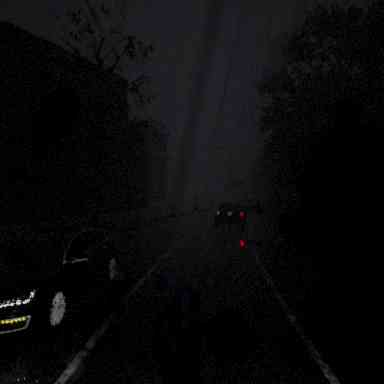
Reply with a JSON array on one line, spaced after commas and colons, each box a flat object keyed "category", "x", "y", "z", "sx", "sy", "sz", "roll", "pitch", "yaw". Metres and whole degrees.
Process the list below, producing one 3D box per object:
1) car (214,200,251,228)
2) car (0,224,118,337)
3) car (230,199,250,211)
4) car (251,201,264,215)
[{"category": "car", "x": 2.938, "y": 1.505, "z": 24.090, "sx": 2.097, "sy": 1.767, "sz": 4.553, "roll": 1, "pitch": 0, "yaw": 12}, {"category": "car", "x": -2.974, "y": 1.505, "z": 6.970, "sx": 1.837, "sy": 1.490, "sz": 4.892, "roll": 0, "pitch": 0, "yaw": 4}, {"category": "car", "x": 7.096, "y": 1.863, "z": 48.789, "sx": 1.994, "sy": 1.385, "sz": 4.181, "roll": 2, "pitch": 2, "yaw": 21}, {"category": "car", "x": 7.413, "y": 1.839, "z": 39.765, "sx": 1.882, "sy": 1.535, "sz": 5.008, "roll": 2, "pitch": 0, "yaw": 19}]
